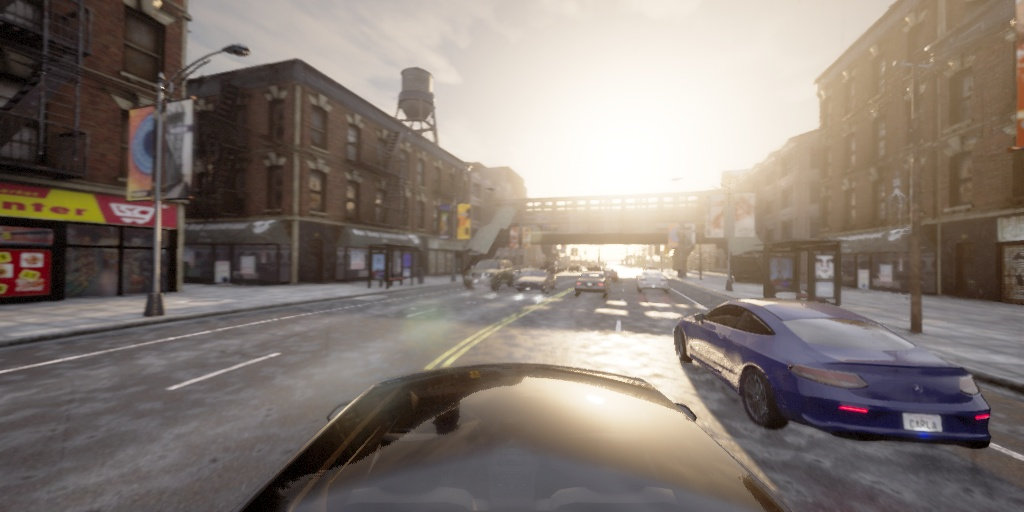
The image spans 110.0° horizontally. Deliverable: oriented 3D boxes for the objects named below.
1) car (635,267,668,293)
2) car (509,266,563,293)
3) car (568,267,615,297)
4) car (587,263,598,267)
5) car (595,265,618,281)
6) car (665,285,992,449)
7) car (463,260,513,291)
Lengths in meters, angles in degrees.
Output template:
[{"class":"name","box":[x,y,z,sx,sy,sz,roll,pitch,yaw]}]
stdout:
[{"class":"car","box":[9.613,1.708,24.750,1.812,1.442,4.674,1,-1,18]},{"class":"car","box":[1.757,1.615,23.892,2.033,1.411,5.357,1,-1,18]},{"class":"car","box":[4.962,1.629,21.768,2.033,1.411,5.357,1,-1,18]},{"class":"car","box":[14.101,2.089,62.123,2.097,1.767,4.553,1,-1,19]},{"class":"car","box":[10.482,1.948,39.038,1.994,1.385,4.181,1,-1,18]},{"class":"car","box":[4.037,1.379,5.531,1.812,1.442,4.674,0,-1,8]},{"class":"car","box":[-1.451,1.266,25.335,2.150,2.045,5.566,1,-1,18]}]
